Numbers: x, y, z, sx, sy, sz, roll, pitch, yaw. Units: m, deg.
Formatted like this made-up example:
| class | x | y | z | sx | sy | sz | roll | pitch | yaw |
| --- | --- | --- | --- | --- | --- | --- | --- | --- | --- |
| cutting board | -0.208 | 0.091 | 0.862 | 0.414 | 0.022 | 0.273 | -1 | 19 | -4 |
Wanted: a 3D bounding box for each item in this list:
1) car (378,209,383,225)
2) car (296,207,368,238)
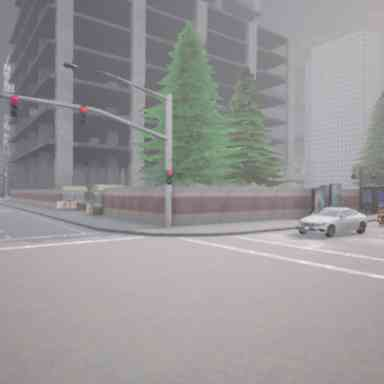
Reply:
| class | x | y | z | sx | sy | sz | roll | pitch | yaw |
| --- | --- | --- | --- | --- | --- | --- | --- | --- | --- |
| car | 15.018 | 1.410 | 23.347 | 4.553 | 1.767 | 2.097 | 0 | 0 | -36 |
| car | 7.742 | 1.561 | 18.141 | 4.674 | 1.442 | 1.812 | 0 | 0 | -34 |
